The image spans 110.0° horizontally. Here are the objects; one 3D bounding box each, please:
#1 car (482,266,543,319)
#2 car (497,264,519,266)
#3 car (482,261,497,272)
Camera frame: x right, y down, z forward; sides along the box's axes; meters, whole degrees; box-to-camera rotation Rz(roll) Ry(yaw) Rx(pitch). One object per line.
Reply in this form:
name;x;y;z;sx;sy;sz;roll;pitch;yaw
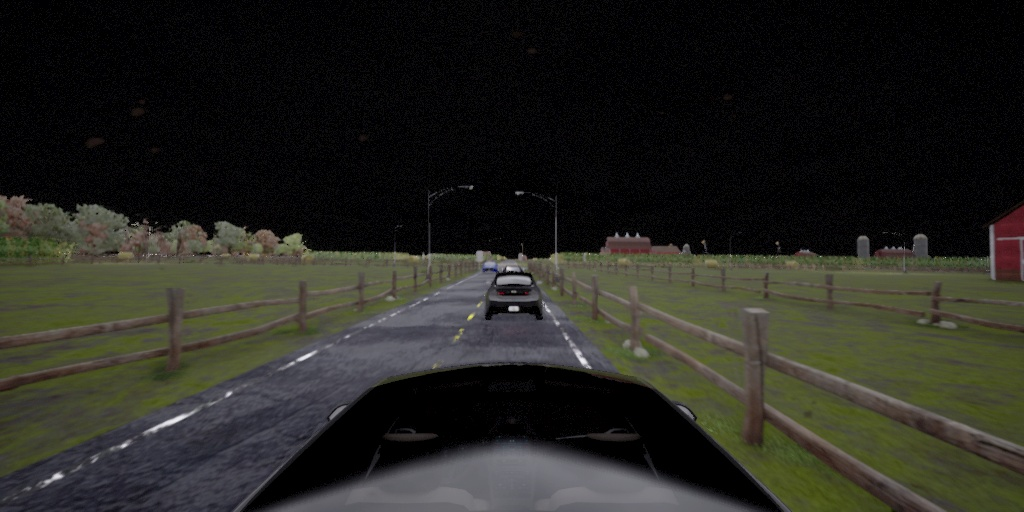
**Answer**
car;0.070;1.305;13.036;1.837;1.490;4.892;0;0;0
car;0.073;1.429;28.520;1.994;1.385;4.181;0;0;0
car;-2.826;1.425;46.785;1.882;1.535;5.008;0;0;0
